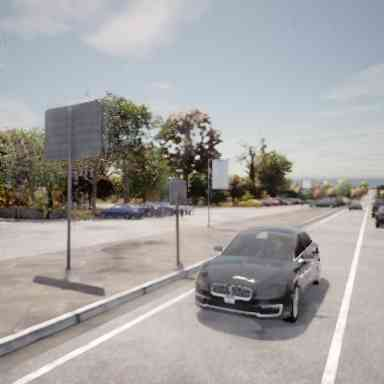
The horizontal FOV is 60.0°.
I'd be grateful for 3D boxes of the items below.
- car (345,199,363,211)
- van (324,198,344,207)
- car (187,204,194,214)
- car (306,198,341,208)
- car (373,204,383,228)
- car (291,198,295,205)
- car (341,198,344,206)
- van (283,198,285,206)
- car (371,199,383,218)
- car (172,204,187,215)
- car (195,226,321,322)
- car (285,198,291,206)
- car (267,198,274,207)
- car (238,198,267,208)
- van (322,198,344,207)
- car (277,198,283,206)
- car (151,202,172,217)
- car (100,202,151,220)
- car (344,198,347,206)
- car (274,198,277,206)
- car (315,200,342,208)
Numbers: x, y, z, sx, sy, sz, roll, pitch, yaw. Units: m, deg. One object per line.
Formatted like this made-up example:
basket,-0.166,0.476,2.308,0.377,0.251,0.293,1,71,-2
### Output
car,26.116,2.308,53.094,1.994,1.385,4.181,0,-1,28
van,34.777,2.546,81.342,4.442,1.987,1.878,0,-1,28
car,-2.023,1.960,40.186,4.674,1.452,2.002,0,-1,28
car,24.291,2.314,61.522,4.892,1.521,2.231,0,-1,28
car,14.893,1.869,25.104,1.837,1.490,4.892,0,-1,28
car,23.459,2.787,87.274,5.366,1.575,1.946,0,-1,28
car,25.588,2.109,64.010,5.566,2.045,2.435,0,-1,28
van,19.253,2.377,80.054,4.442,1.987,1.878,0,-1,28
car,21.007,1.751,36.515,2.150,2.045,5.566,0,0,29
car,-3.520,1.879,37.417,5.008,1.535,2.097,0,-1,28
car,1.794,1.608,7.727,1.837,1.490,4.892,0,-1,29
car,21.984,2.768,84.904,4.674,1.452,2.002,0,-1,28
car,14.086,2.380,70.186,5.008,1.535,2.097,0,-1,28
car,11.460,2.289,65.277,5.008,1.535,2.097,0,-1,28
van,32.337,2.420,76.290,4.442,1.987,1.878,0,-1,28
car,18.068,2.418,77.533,4.553,1.767,2.185,0,-1,28
car,-5.059,1.839,34.529,4.892,1.521,2.231,0,-1,28
car,-6.611,1.836,31.644,4.674,1.452,2.002,0,-1,28
car,29.564,2.273,71.419,5.566,2.045,2.435,0,-1,28
car,15.406,2.472,72.639,4.674,1.452,2.002,0,-1,28
car,28.256,2.466,68.932,4.892,1.521,2.231,0,-1,28
